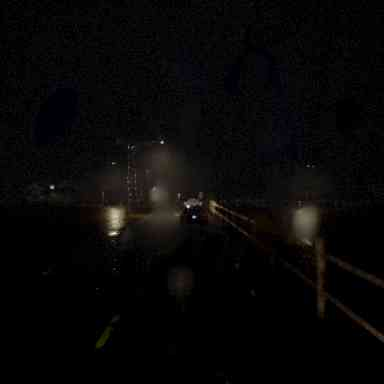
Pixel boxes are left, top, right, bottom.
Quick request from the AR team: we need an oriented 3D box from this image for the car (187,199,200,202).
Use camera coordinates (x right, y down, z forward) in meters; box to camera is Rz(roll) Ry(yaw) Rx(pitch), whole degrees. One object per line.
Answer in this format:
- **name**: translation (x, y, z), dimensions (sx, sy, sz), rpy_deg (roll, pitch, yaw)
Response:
- **car**: translation (0.188, 1.602, 39.263), dimensions (2.097, 1.767, 4.553), rpy_deg (0, -1, 0)

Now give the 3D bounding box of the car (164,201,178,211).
- **car**: translation (-2.657, 1.873, 45.052), dimensions (1.994, 1.385, 4.181), rpy_deg (0, -1, 0)

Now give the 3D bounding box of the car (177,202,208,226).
- **car**: translation (0.156, 1.684, 24.570), dimensions (1.994, 1.385, 4.181), rpy_deg (0, 0, 0)
